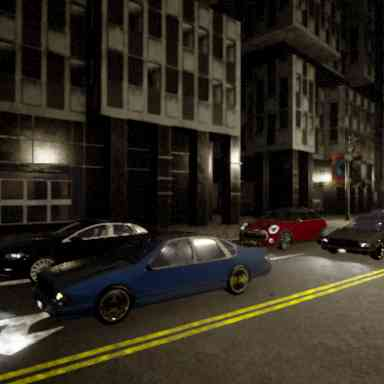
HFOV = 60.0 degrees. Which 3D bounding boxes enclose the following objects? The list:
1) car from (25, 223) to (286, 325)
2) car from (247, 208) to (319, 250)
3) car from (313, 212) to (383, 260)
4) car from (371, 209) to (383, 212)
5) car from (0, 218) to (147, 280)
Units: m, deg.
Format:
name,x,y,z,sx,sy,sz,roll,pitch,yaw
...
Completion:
name,x,y,z,sx,sy,sz,roll,pitch,yaw
car,-0.518,1.609,7.406,5.357,1.411,2.033,1,-1,-37
car,4.280,1.536,15.238,4.553,1.767,2.097,1,-1,-39
car,7.431,1.748,13.594,5.357,1.411,2.033,1,-1,-39
car,12.936,1.892,22.461,5.357,1.411,2.033,1,-1,-41
car,-2.900,1.550,9.689,4.902,1.511,2.128,1,-1,-35
